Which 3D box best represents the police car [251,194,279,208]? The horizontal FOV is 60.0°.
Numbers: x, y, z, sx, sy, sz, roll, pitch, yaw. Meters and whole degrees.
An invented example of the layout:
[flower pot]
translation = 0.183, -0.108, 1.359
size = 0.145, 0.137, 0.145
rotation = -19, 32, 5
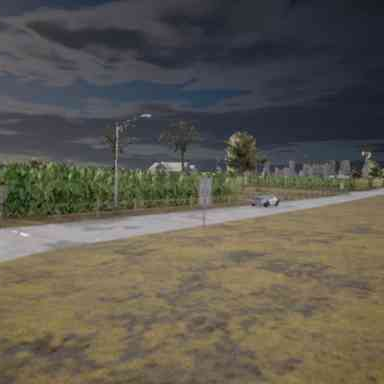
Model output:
[police car]
translation = 9.082, 1.048, 41.204
size = 2.038, 1.542, 4.974
rotation = 3, 3, 36
